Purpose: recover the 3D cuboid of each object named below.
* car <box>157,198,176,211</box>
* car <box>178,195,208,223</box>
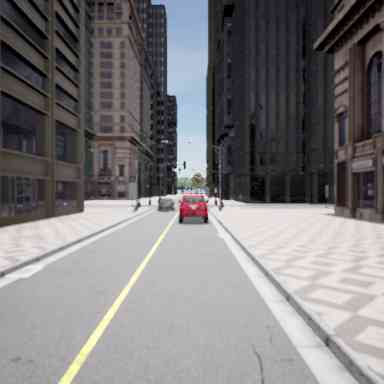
[{"bbox_3d":[-3.013,1.494,39.789,1.837,1.490,4.892,0,0,0],"label":"car"},{"bbox_3d":[0.101,1.212,25.826,2.150,2.045,5.566,0,0,0],"label":"car"}]
